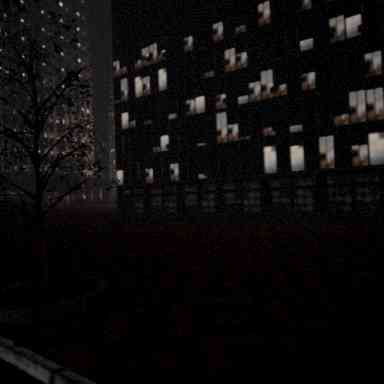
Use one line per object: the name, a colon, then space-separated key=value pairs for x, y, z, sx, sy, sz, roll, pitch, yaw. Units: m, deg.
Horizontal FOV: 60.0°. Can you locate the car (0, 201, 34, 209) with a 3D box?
car: x=-27.067 y=2.074 z=52.168 sx=1.802 sy=1.307 sz=4.206 roll=-3 pitch=-1 yaw=35

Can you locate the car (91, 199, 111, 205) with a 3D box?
car: x=-21.035 y=2.285 z=75.068 sx=1.887 sy=1.381 sz=4.507 roll=-3 pitch=-1 yaw=35

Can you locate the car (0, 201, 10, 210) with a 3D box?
car: x=-33.822 y=2.375 z=56.500 sx=1.752 sy=1.417 sz=4.829 roll=-3 pitch=-1 yaw=35

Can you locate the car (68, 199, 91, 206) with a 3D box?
car: x=-24.211 y=2.206 z=70.463 sx=1.967 sy=1.590 sz=4.097 roll=-3 pitch=-1 yaw=35

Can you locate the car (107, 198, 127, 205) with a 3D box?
car: x=-17.862 y=2.265 z=79.676 sx=2.008 sy=1.369 sz=4.403 roll=-3 pitch=-1 yaw=35

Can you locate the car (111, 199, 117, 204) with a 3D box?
car: x=-14.295 y=1.908 z=70.700 sx=1.752 sy=1.417 sz=4.829 roll=-3 pitch=-1 yaw=35
